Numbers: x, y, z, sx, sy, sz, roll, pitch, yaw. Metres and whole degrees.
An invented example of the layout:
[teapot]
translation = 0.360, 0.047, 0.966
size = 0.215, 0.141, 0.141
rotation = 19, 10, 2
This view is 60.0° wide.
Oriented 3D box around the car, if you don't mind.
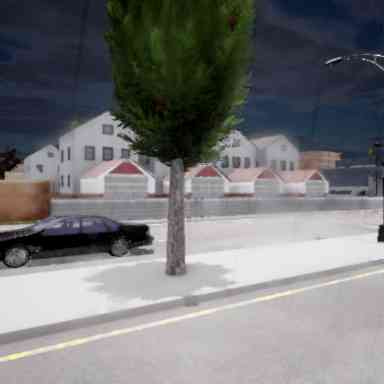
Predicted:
[car]
translation = -3.955, 1.434, 10.894
size = 5.357, 1.411, 2.033
rotation = 0, 1, -32
